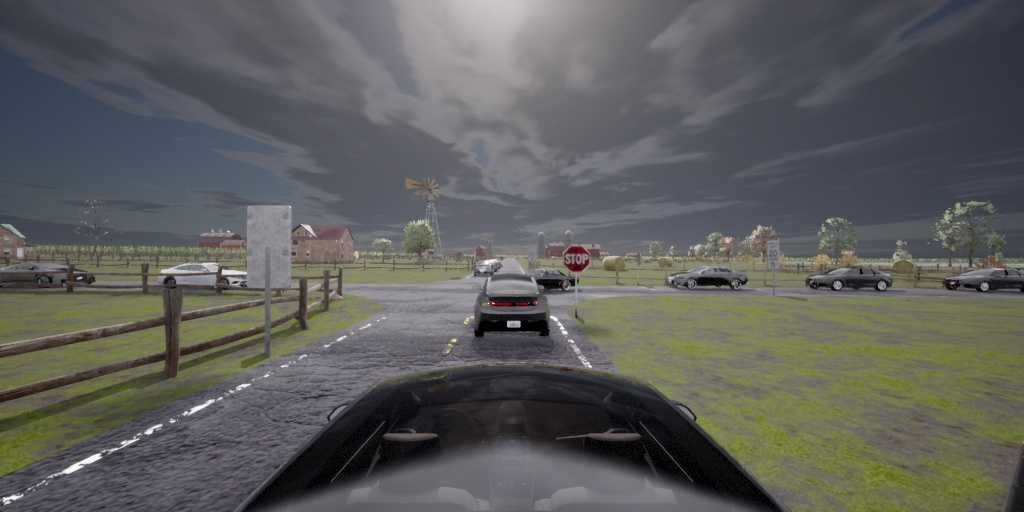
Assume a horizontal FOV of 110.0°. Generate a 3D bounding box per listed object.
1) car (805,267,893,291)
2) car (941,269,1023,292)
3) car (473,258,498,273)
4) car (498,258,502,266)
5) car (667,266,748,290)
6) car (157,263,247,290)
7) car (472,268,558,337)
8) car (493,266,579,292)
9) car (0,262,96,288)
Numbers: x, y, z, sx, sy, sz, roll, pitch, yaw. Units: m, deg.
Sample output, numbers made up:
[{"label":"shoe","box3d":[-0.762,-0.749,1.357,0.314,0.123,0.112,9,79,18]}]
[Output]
[{"label":"car","box3d":[22.211,1.500,23.758,4.892,1.490,1.837,1,-1,-1]},{"label":"car","box3d":[31.714,1.587,23.874,4.892,1.490,1.837,1,-1,-1]},{"label":"car","box3d":[-2.840,1.243,37.012,2.128,1.511,4.902,0,0,0]},{"label":"car","box3d":[-2.828,1.242,46.458,2.128,1.511,4.902,0,0,0]},{"label":"car","box3d":[12.810,1.397,23.592,4.902,1.511,2.128,1,-1,-2]},{"label":"car","box3d":[-17.234,1.104,20.290,4.674,1.442,1.812,1,-1,-1]},{"label":"car","box3d":[-0.069,1.256,10.324,1.837,1.490,4.892,0,0,-3]},{"label":"car","box3d":[1.509,1.369,20.370,4.718,1.301,1.895,1,0,-35]},{"label":"car","box3d":[-26.354,1.048,20.173,4.181,1.385,1.994,1,-1,-1]}]
